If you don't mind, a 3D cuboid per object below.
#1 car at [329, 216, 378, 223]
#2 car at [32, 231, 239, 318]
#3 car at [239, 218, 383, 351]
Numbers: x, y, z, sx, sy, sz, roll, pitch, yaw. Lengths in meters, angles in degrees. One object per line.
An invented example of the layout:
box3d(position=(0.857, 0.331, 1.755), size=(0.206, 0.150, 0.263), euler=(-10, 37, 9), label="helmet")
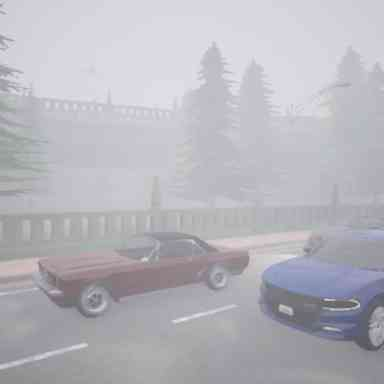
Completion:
box3d(position=(6.289, 1.613, 12.636), size=(4.181, 1.385, 1.994), euler=(0, 0, -34), label="car")
box3d(position=(-0.976, 1.615, 7.568), size=(4.718, 1.301, 1.895), euler=(0, 0, -35), label="car")
box3d(position=(3.454, 1.503, 6.420), size=(5.008, 1.535, 1.882), euler=(0, 0, -35), label="car")
